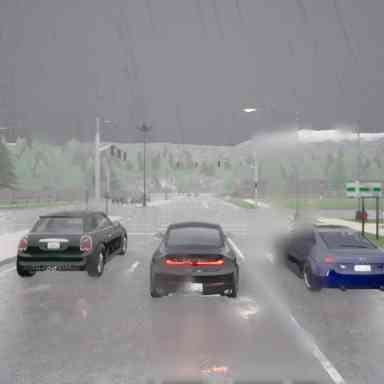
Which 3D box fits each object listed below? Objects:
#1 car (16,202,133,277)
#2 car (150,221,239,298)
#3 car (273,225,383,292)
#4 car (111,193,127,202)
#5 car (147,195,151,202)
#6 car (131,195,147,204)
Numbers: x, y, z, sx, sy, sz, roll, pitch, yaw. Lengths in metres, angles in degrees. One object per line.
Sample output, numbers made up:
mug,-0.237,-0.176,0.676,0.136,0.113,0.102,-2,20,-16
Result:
car,-3.426,1.352,10.398,2.097,1.767,4.553,0,0,0
car,0.063,1.505,8.514,1.837,1.490,4.892,0,0,0
car,3.571,1.564,8.965,1.994,1.385,4.181,0,0,0
car,-14.287,1.218,65.468,2.150,2.045,5.566,0,0,1
car,-10.605,1.511,75.895,2.128,1.511,4.902,0,0,1
car,-10.742,1.490,65.515,2.128,1.511,4.902,0,0,2
